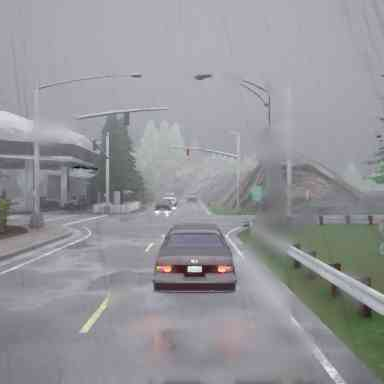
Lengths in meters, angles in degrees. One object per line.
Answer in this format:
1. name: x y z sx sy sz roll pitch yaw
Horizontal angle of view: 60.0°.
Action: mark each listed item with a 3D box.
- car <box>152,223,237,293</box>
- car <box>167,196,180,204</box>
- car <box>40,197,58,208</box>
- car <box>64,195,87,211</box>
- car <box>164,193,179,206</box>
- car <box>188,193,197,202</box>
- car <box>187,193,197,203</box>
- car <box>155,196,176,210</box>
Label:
1. car: 0.075 1.547 8.975 2.033 1.411 5.357 0 0 1
2. car: -3.507 1.547 63.528 2.033 1.411 5.357 0 0 1
3. car: -20.204 1.480 45.872 2.242 1.667 4.611 0 0 -1
4. car: -14.500 1.313 41.591 1.905 1.878 3.866 0 0 -1
5. car: -3.553 1.223 52.661 2.150 2.045 5.566 0 0 0
6. car: 0.046 1.225 81.130 2.150 2.045 5.566 0 0 -2
7. car: 0.126 1.478 70.920 1.882 1.535 5.008 0 0 0
8. car: -3.567 1.547 42.267 2.033 1.411 5.357 0 0 0
